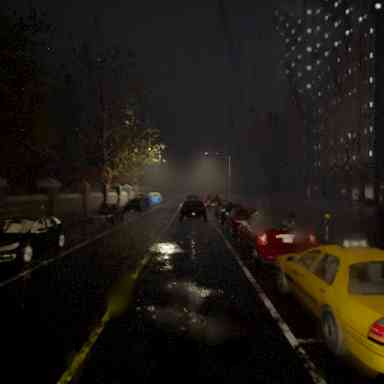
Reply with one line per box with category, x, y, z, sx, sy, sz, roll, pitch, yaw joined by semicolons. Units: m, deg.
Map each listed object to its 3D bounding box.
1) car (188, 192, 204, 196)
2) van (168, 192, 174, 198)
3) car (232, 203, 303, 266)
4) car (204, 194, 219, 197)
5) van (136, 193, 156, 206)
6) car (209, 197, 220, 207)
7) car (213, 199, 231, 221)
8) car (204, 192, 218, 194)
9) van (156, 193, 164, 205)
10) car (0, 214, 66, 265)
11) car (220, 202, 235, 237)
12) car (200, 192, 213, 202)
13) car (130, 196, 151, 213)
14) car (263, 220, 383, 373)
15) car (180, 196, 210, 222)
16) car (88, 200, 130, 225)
car;0.098;1.083;42.195;2.097;1.767;4.553;0;0;0
van;-5.699;0.823;90.094;1.690;1.788;3.998;0;0;0
car;2.688;1.360;11.247;1.967;1.590;4.097;0;0;0
car;2.686;1.271;39.578;1.752;1.417;4.829;0;0;0
van;-5.694;1.087;39.407;1.690;1.788;3.998;0;0;0
car;2.687;1.360;28.144;1.887;1.381;4.507;0;0;0
car;2.687;1.415;22.511;1.947;1.339;4.313;0;0;0
car;2.686;1.028;45.040;2.192;1.841;5.009;0;0;0
van;-5.695;1.021;50.671;1.690;1.788;3.998;0;0;0
car;-5.692;1.470;11.247;2.008;1.369;4.403;0;0;0
car;2.687;1.429;16.879;1.887;1.381;4.507;0;0;0
car;2.683;0.934;61.937;2.192;1.841;5.009;0;0;0
car;-5.694;1.346;33.777;1.947;1.339;4.313;0;0;0
car;2.689;1.483;5.787;1.752;1.417;4.829;0;0;0
car;0.099;1.312;24.847;1.882;1.535;5.008;0;0;0
car;-5.693;1.431;22.511;1.802;1.307;4.206;0;0;0
